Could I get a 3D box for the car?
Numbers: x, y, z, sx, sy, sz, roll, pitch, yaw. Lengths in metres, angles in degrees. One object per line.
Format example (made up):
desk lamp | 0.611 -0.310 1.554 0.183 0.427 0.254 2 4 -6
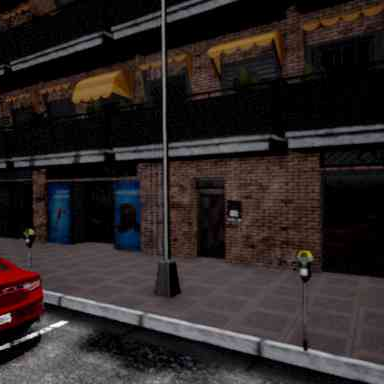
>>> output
car | -4.379 1.534 5.426 4.507 1.381 1.887 0 1 30
